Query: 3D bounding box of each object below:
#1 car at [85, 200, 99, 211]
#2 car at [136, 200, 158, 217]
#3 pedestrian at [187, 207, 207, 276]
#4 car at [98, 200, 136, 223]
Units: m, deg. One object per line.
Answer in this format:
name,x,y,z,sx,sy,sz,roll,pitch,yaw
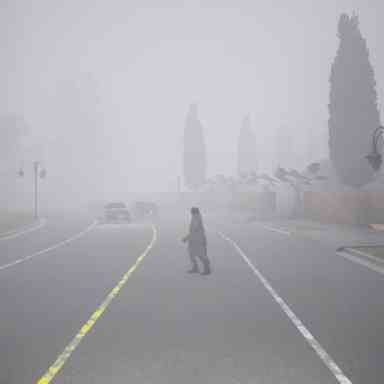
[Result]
car,-11.666,1.709,41.741,4.181,1.385,1.994,-1,-1,44
car,-4.819,1.559,32.212,1.837,1.490,4.892,0,0,-27
pedestrian,0.132,1.295,9.026,0.375,1.860,0.375,0,0,0
car,-5.856,1.521,25.589,1.837,1.490,4.892,1,0,-21
